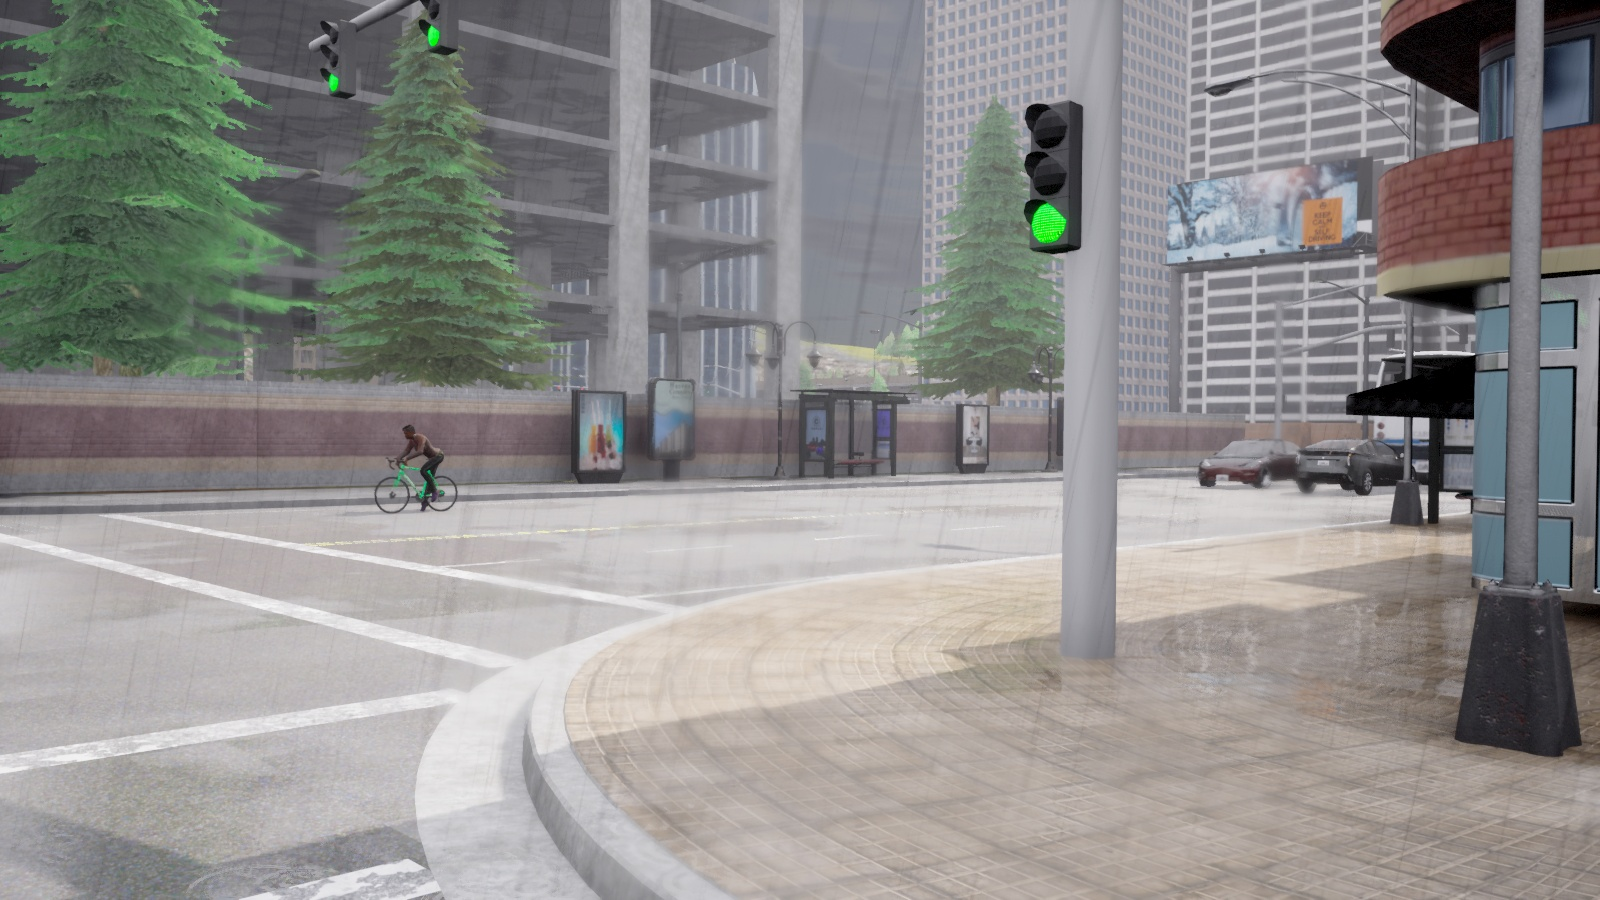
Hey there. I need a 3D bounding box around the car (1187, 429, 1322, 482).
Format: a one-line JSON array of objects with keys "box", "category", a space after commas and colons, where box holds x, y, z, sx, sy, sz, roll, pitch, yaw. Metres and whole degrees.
[{"box": [13.935, 0.137, 38.345, 2.163, 1.488, 4.792, 0, 1, 43], "category": "car"}]

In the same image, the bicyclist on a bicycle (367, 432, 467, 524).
[{"box": [-7.053, 0.487, 23.169, 1.656, 1.620, 0.582, -2, 1, -44], "category": "bicyclist on a bicycle"}]

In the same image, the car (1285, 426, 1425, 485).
[{"box": [15.484, 0.117, 34.932, 4.514, 1.525, 2.007, -1, 1, -44], "category": "car"}]

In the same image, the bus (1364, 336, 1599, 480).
[{"box": [23.059, -1.373, 42.129, 10.273, 4.253, 3.944, -2, 2, -44], "category": "bus"}]
